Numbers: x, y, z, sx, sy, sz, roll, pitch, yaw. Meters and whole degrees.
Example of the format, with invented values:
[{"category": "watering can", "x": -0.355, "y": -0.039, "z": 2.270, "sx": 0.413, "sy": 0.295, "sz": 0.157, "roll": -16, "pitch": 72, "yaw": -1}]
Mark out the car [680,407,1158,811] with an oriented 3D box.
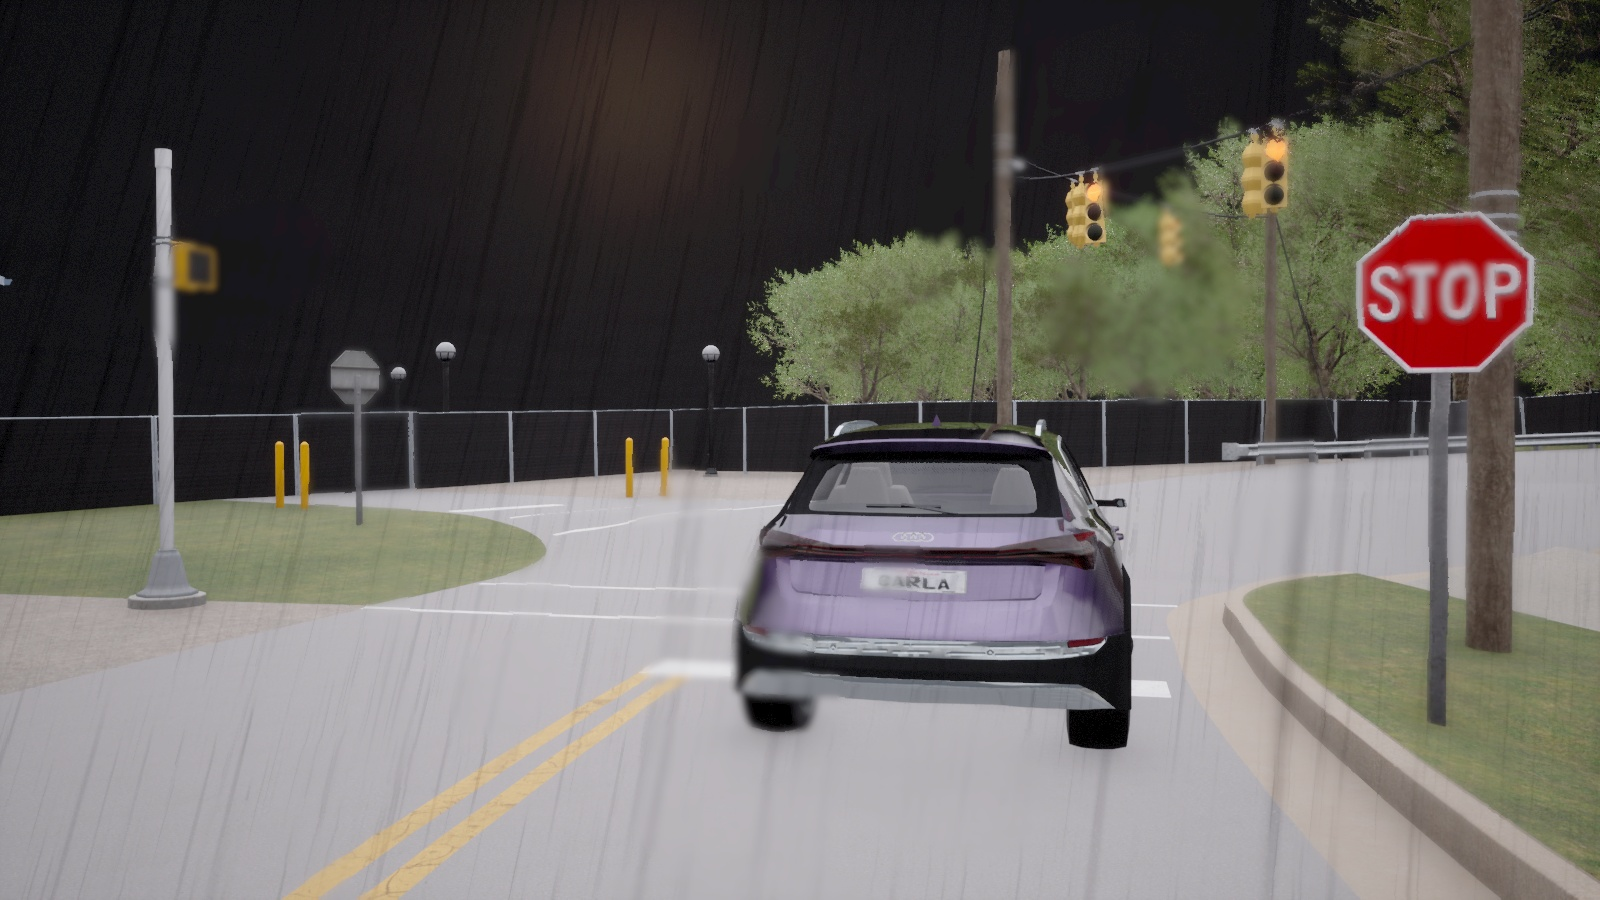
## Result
[{"category": "car", "x": 0.983, "y": 0.633, "z": 7.710, "sx": 2.033, "sy": 1.649, "sz": 4.856, "roll": 0, "pitch": 0, "yaw": 12}]
